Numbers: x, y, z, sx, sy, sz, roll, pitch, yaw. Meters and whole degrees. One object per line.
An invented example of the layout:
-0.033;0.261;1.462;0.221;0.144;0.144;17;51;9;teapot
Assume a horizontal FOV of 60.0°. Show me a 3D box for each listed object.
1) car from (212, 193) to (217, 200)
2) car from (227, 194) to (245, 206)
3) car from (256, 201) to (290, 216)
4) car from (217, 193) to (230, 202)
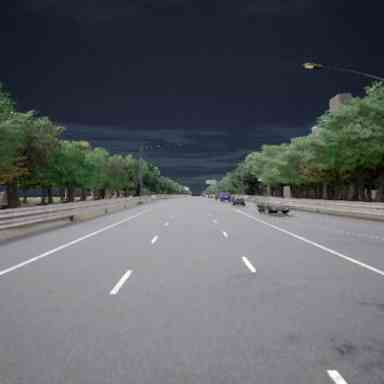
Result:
7.106;1.186;87.722;2.150;2.045;5.566;0;0;0;car
7.009;1.413;51.398;1.837;1.490;4.892;0;0;0;car
7.753;1.557;32.420;1.895;1.301;4.718;0;0;-6;car
7.043;1.128;70.709;2.150;2.045;5.566;0;0;0;car
